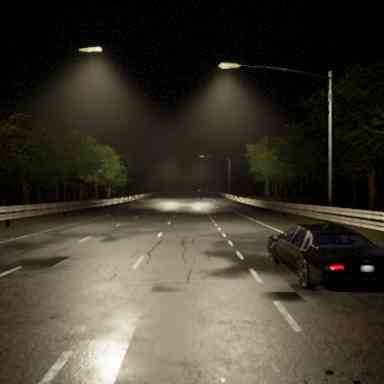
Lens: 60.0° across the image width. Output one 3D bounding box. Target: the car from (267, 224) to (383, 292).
[{"bbox_3d":[3.505,1.594,9.162,2.033,1.411,5.357,0,0,0],"label":"car"}]
